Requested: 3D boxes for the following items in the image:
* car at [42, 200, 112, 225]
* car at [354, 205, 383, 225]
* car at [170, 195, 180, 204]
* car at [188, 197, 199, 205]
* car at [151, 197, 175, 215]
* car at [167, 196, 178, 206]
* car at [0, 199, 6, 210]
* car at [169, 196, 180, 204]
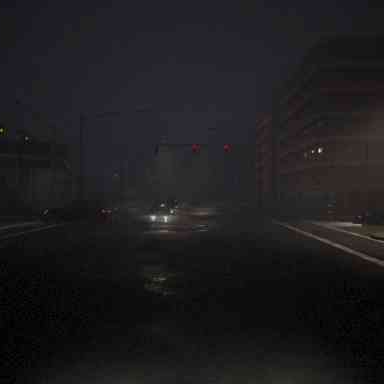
[{"bbox_3d":[-8.057,1.352,23.450,4.553,1.767,2.097,0,0,0],"label":"car"},{"bbox_3d":[13.732,1.564,23.293,4.181,1.385,1.994,0,0,0],"label":"car"},{"bbox_3d":[-3.333,1.351,54.075,2.097,1.767,4.553,0,0,0],"label":"car"},{"bbox_3d":[0.317,1.526,58.610,1.812,1.442,4.674,0,0,0],"label":"car"},{"bbox_3d":[-3.168,1.547,34.715,2.033,1.411,5.357,0,0,-1],"label":"car"},{"bbox_3d":[-3.249,1.564,44.102,1.994,1.385,4.181,0,0,0],"label":"car"},{"bbox_3d":[-24.046,1.456,38.922,3.806,1.475,1.970,0,0,1],"label":"car"},{"bbox_3d":[-3.385,1.564,64.181,1.994,1.385,4.181,0,0,0],"label":"car"}]
